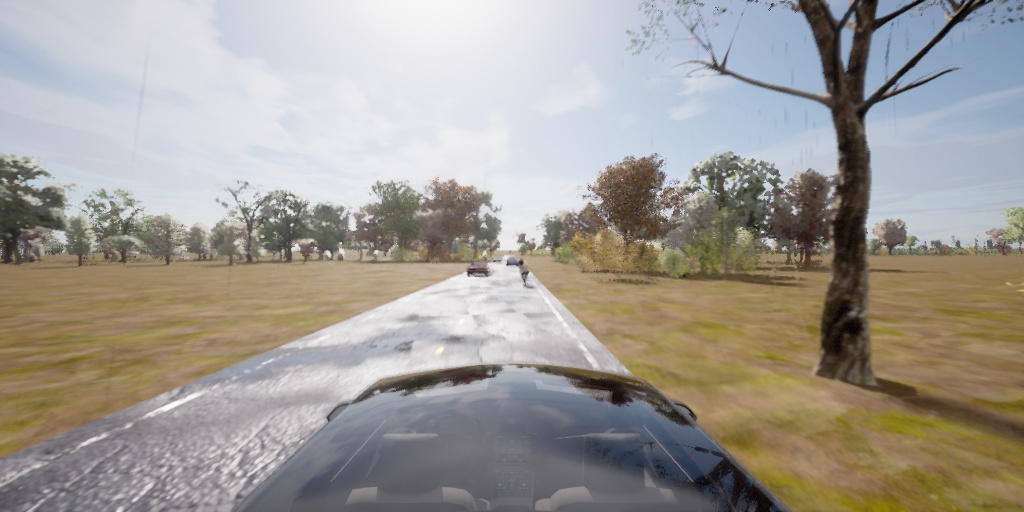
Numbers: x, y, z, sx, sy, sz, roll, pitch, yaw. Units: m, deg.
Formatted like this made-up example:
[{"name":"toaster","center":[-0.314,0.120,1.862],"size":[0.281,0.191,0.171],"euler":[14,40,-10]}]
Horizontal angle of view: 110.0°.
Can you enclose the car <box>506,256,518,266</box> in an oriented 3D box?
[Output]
[{"name":"car","center":[0.064,0.940,59.621],"size":[1.994,1.385,4.181],"euler":[0,0,0]}]

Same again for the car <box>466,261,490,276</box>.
[{"name":"car","center":[-3.076,1.155,33.145],"size":[1.895,1.301,4.718],"euler":[0,0,0]}]

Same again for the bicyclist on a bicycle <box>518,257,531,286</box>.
[{"name":"bicyclist on a bicycle","center":[0.833,1.058,22.710],"size":[0.866,1.612,1.509],"euler":[0,0,0]}]

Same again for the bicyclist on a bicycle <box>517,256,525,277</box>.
[{"name":"bicyclist on a bicycle","center":[0.829,0.934,31.736],"size":[0.659,1.776,1.843],"euler":[0,1,0]}]
